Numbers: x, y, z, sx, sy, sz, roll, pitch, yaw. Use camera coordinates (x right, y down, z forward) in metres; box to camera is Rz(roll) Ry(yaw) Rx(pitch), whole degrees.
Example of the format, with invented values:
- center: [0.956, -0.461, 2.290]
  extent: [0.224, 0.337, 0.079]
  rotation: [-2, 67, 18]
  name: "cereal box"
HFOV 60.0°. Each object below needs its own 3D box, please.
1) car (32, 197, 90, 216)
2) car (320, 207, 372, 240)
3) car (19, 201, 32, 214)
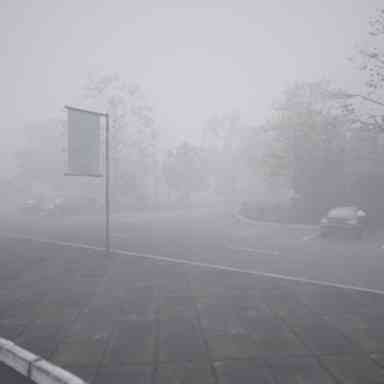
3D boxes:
- center: [-11.912, 1.264, 31.106]
  extent: [2.185, 1.767, 4.553]
  rotation: [0, 0, 35]
  name: "car"
- center: [7.870, 1.484, 16.932]
  extent: [2.002, 1.452, 4.674]
  rotation: [0, 0, 36]
  name: "car"
- center: [-14.534, 1.424, 32.890]
  extent: [2.002, 1.452, 4.674]
  rotation: [0, 0, 35]
  name: "car"
